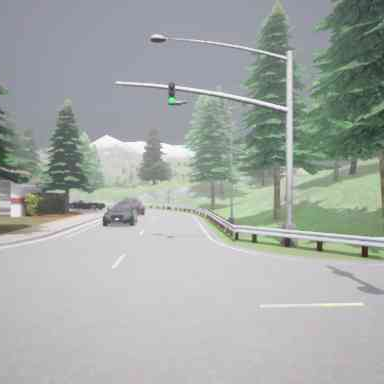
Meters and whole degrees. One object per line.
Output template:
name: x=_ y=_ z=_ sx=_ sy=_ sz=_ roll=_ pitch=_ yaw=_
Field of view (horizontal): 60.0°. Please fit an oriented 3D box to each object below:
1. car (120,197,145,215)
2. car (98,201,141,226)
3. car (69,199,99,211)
car: x=-6.069 y=1.306 z=32.784 sx=2.097 sy=1.767 sz=4.553 roll=0 pitch=0 yaw=-21
car: x=-4.885 y=1.531 z=23.030 sx=1.994 sy=1.385 sz=4.181 roll=0 pitch=0 yaw=-4
car: x=-12.916 y=1.547 z=40.282 sx=4.718 sy=1.301 sz=1.895 roll=0 pitch=0 yaw=12
